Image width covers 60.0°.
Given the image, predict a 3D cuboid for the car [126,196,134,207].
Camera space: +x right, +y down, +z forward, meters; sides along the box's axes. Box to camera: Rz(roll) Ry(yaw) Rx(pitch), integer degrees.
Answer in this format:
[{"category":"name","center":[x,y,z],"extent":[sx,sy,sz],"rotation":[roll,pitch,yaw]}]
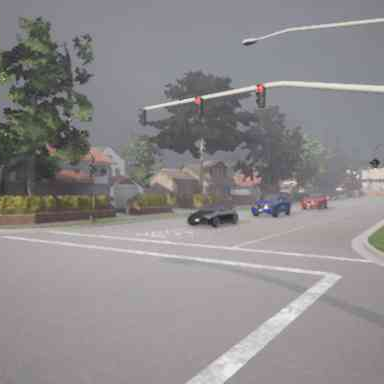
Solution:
[{"category":"car","center":[-6.218,1.184,40.754],"extent":[3.806,1.475,1.970],"rotation":[0,0,36]}]

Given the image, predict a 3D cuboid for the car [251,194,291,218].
[{"category":"car","center":[7.498,1.228,31.066],"extent":[2.150,2.045,5.566],"rotation":[0,0,35]}]

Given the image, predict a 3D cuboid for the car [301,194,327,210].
[{"category":"car","center":[15.884,1.228,43.011],"extent":[2.150,2.045,5.566],"rotation":[0,0,35]}]

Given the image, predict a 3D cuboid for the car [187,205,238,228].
[{"category":"car","center":[1.451,1.570,22.441],"extent":[1.994,1.385,4.181],"rotation":[0,0,35]}]
